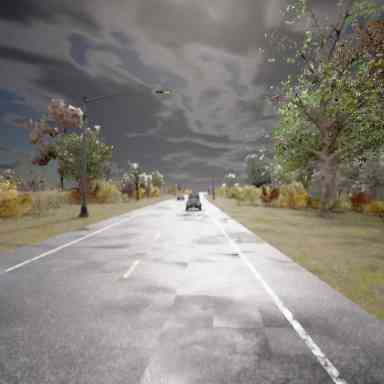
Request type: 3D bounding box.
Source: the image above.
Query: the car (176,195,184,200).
[{"bbox_3d":[-2.913,1.373,84.696,2.033,1.411,5.357,0,0,1],"label":"car"}]

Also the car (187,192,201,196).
[{"bbox_3d":[0.398,1.099,62.335,2.150,2.045,5.566,0,0,1],"label":"car"}]

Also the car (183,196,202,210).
[{"bbox_3d":[0.214,1.521,41.444,1.895,1.301,4.718,0,0,0],"label":"car"}]
